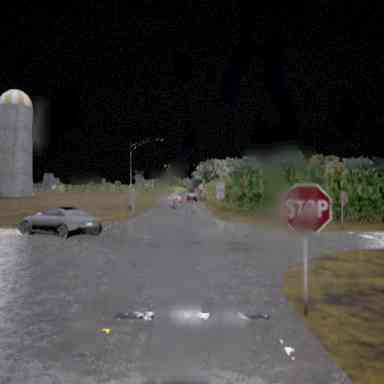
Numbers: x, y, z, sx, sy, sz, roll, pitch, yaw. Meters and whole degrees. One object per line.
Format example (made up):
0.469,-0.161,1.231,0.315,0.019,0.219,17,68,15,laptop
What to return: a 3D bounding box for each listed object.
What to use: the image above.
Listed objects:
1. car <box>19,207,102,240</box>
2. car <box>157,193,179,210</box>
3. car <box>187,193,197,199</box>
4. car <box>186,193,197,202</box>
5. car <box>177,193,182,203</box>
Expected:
-6.363,1.423,16.035,4.181,1.385,1.994,0,-1,31,car
-2.855,1.225,38.159,1.837,1.490,4.892,0,1,0,car
-0.018,0.829,72.474,1.994,1.385,4.181,0,0,0,car
-0.015,1.007,62.051,1.882,1.535,5.008,0,0,0,car
-2.827,0.936,55.222,2.097,1.767,4.553,0,1,0,car
